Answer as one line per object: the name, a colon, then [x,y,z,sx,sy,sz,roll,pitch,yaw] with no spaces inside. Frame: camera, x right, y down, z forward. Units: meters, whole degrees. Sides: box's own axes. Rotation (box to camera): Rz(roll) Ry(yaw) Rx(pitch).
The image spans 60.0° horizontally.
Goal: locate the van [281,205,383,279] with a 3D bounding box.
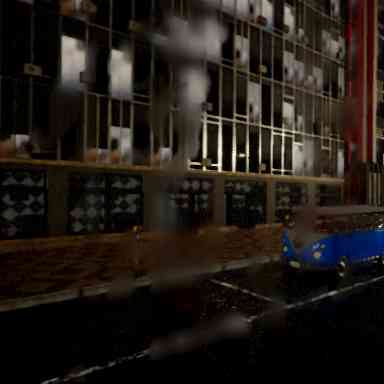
van: [4.330,1.304,9.638,3.998,1.788,1.690,0,1,-35]
